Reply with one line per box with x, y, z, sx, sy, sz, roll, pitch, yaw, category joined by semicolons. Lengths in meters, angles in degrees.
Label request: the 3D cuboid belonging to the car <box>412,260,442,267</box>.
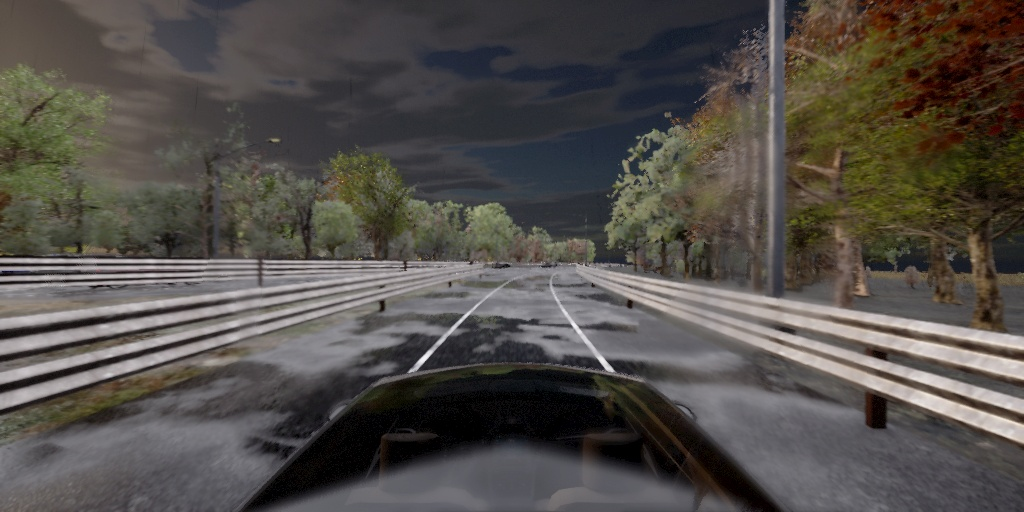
-10.159;1.242;43.840;1.837;1.490;4.892;0;-1;21;car

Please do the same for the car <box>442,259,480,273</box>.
-6.197;1.152;44.391;2.097;1.767;4.553;0;-1;21;car

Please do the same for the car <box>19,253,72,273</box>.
-20.170;0.679;18.039;2.128;1.511;4.902;0;-1;21;car

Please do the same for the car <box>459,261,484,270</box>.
-6.984;1.641;61.946;2.033;1.411;5.357;0;-1;21;car

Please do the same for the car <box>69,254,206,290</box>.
-16.923;0.766;16.736;1.994;1.385;4.181;0;-1;21;car

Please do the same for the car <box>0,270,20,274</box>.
-23.417;0.650;19.345;1.882;1.535;5.008;0;-1;21;car
